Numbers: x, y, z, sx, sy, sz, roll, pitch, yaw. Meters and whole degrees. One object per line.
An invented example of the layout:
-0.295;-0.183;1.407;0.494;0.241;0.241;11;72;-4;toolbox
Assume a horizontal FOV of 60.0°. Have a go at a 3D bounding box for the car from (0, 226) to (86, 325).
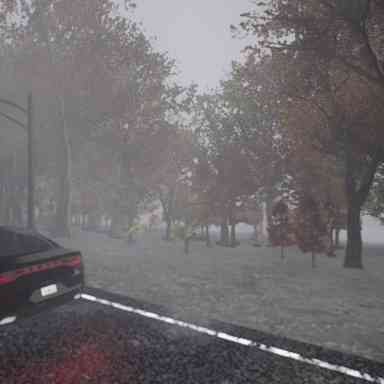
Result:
-4.247;1.444;6.670;5.008;1.535;1.882;-2;2;36;car
